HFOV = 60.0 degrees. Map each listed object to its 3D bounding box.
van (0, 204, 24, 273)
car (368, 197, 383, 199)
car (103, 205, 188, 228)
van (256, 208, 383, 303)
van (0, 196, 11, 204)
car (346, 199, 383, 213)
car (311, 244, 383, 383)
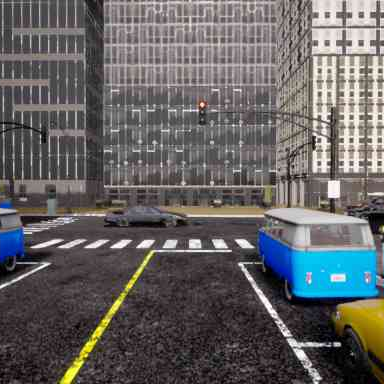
[{"bbox_3d":[-5.699,1.339,7.986,1.690,1.788,3.998,-1,0,0],"label":"van"},{"bbox_3d":[15.252,1.339,27.278,5.009,1.841,2.192,0,1,0],"label":"car"},{"bbox_3d":[-2.952,1.558,21.601,5.357,1.411,2.033,0,1,0],"label":"car"},{"bbox_3d":[2.682,1.339,7.953,1.690,1.788,3.998,-1,0,0],"label":"van"},{"bbox_3d":[-17.138,1.201,27.486,3.998,1.788,1.690,0,1,0],"label":"van"},{"bbox_3d":[13.824,1.544,24.688,4.902,1.511,2.128,0,1,0],"label":"car"},{"bbox_3d":[2.682,1.525,2.521,1.752,1.417,4.829,-1,0,0],"label":"car"}]
